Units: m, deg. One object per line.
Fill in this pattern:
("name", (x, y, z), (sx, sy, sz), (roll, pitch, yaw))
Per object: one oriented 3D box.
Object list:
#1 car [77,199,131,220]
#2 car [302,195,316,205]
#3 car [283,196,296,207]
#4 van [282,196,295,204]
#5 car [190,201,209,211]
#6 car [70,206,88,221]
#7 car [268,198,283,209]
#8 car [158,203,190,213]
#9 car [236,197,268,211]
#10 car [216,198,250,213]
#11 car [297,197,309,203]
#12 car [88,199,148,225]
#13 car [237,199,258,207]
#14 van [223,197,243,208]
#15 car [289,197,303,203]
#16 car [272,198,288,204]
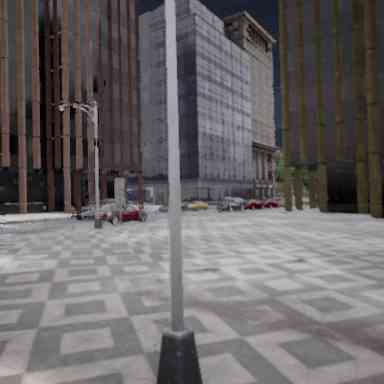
("car", (-8.890, 1.702, 33.938), (2.192, 1.841, 5.009), (-2, -1, 36))
("car", (20.293, 1.699, 60.069), (1.752, 1.417, 4.829), (-2, -1, 36))
("car", (13.965, 1.685, 51.225), (1.752, 1.417, 4.829), (-2, -1, 36))
("van", (22.752, 1.796, 78.159), (1.690, 1.788, 3.998), (-2, -1, 36))
("car", (0.509, 1.929, 47.063), (1.752, 1.417, 4.829), (-2, -1, 36))
("car", (-8.300, 1.851, 30.177), (2.033, 1.411, 5.357), (-2, -1, 36))
("car", (10.702, 1.698, 46.664), (1.887, 1.381, 4.507), (-2, -1, 36))
("car", (-2.555, 1.980, 42.777), (1.802, 1.307, 4.206), (-2, -1, 36))
("car", (7.538, 1.691, 42.242), (1.887, 1.381, 4.507), (-2, -1, 36))
("car", (4.374, 1.691, 37.820), (2.008, 1.369, 4.403), (-2, -1, 36))
("car", (29.086, 2.038, 86.999), (1.947, 1.339, 4.313), (-2, -1, 36))
("car", (-5.121, 1.564, 24.556), (1.967, 1.590, 4.097), (-2, -1, 36))
("car", (10.100, 1.975, 60.467), (2.008, 1.369, 4.403), (-2, -1, 36))
("van", (6.931, 1.759, 56.049), (1.690, 1.788, 3.998), (-2, -1, 36))
("car", (25.822, 1.989, 82.440), (1.752, 1.417, 4.829), (-2, -1, 36))
("car", (19.593, 2.013, 73.733), (1.947, 1.339, 4.313), (-2, -1, 36))
